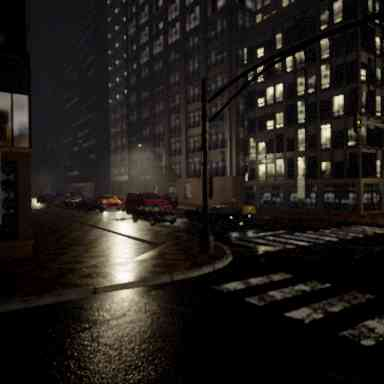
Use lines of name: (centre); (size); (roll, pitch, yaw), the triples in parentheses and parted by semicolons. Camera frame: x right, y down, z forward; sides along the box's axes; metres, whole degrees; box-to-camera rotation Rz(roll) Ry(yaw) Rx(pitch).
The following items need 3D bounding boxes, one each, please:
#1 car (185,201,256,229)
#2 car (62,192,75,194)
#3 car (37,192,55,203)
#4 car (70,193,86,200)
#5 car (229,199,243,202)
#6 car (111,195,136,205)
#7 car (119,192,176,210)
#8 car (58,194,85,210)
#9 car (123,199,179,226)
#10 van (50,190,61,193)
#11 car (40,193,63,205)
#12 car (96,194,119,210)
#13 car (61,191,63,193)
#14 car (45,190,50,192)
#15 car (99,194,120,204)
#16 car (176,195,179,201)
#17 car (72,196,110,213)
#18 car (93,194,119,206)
car: (1.564, 1.496, 21.004); (1.895, 1.301, 4.718); (-1, 1, -35)
car: (-21.508, 1.007, 59.954); (1.994, 1.385, 4.181); (-1, 1, -35)
car: (-23.138, 1.133, 52.154); (1.887, 1.381, 4.507); (-1, 1, -35)
car: (-22.686, 0.892, 66.230); (1.887, 1.381, 4.507); (-1, 1, -35)
car: (3.333, 1.281, 28.543); (1.752, 1.417, 4.829); (-1, 1, -35)
car: (-9.849, 1.096, 47.671); (1.887, 1.381, 4.507); (-1, 1, -35)
car: (-4.025, 1.032, 29.051); (2.150, 2.045, 5.566); (-1, 1, -34)
car: (-13.510, 1.290, 38.232); (2.008, 1.369, 4.403); (-1, 1, -35)
car: (-2.652, 1.456, 22.584); (2.008, 1.369, 4.403); (-1, 1, -35)
van: (-32.312, 0.534, 80.146); (1.690, 1.788, 3.998); (-1, 1, -35)
car: (-19.929, 1.221, 47.514); (1.802, 1.307, 4.206); (-1, 1, -35)
car: (-9.630, 1.076, 37.171); (2.097, 1.767, 4.553); (-1, 1, -35)
car: (-25.895, 0.736, 70.868); (1.967, 1.590, 4.097); (-1, 1, -35)
car: (-35.522, 0.691, 84.788); (2.008, 1.369, 4.403); (-1, 1, -35)
car: (-13.059, 1.083, 52.311); (1.802, 1.307, 4.206); (-1, 1, -35)
car: (-3.433, 0.966, 38.389); (2.192, 1.841, 5.009); (-1, 1, -35)
car: (-10.300, 1.355, 33.592); (1.947, 1.339, 4.313); (-1, 1, -35)
car: (-12.110, 1.070, 46.369); (1.882, 1.535, 5.008); (-1, 1, -35)
